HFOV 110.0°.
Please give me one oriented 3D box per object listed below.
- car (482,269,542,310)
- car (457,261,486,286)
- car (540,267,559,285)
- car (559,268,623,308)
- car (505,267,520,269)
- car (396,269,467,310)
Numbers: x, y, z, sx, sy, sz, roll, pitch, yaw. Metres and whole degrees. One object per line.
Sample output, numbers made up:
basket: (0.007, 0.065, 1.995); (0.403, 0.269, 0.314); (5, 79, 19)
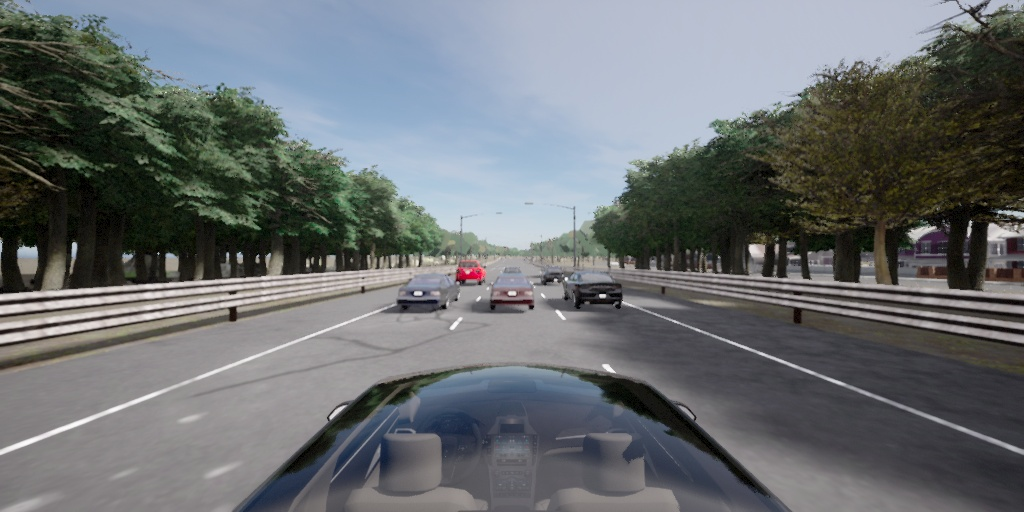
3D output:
car: (0.010, 1.478, 15.843); (2.033, 1.411, 5.357); (0, -1, 0)
car: (-3.480, 1.429, 30.897); (2.150, 2.045, 5.566); (0, -1, 0)
car: (3.523, 1.726, 31.165); (1.837, 1.490, 4.892); (0, -1, 0)
car: (3.515, 1.416, 16.330); (1.882, 1.535, 5.008); (0, -1, 0)
car: (0.023, 1.726, 31.167); (1.837, 1.490, 4.892); (0, -1, 0)
car: (-3.490, 1.478, 15.845); (2.033, 1.411, 5.357); (0, -1, 0)
